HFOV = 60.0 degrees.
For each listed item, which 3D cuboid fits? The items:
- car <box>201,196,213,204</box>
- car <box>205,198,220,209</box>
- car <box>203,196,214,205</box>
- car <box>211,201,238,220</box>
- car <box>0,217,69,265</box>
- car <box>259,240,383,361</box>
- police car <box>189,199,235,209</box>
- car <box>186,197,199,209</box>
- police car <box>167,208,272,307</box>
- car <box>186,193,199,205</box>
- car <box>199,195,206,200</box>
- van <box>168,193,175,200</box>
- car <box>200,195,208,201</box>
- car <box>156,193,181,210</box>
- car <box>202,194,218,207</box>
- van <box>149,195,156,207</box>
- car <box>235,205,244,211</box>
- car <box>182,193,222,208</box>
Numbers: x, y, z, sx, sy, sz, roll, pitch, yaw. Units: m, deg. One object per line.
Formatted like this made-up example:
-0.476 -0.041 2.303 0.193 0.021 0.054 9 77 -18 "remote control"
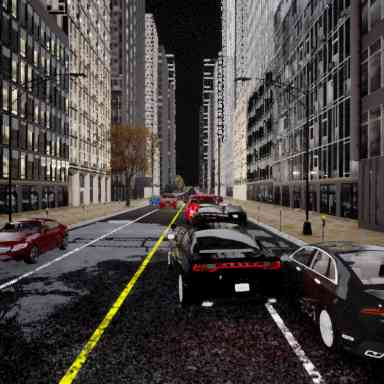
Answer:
2.803 1.509 62.909 1.887 1.381 4.507 0 0 0 "car"
2.772 1.525 45.814 1.887 1.381 4.507 0 0 0 "car"
2.793 1.495 57.381 1.752 1.417 4.829 0 0 0 "car"
2.740 1.537 28.720 1.887 1.381 4.507 0 0 0 "car"
-5.673 1.580 11.647 1.802 1.307 4.206 0 0 0 "car"
2.697 1.550 5.928 2.008 1.369 4.403 0 0 0 "car"
0.934 1.421 18.327 1.930 1.638 5.238 0 0 0 "police car"
0.108 1.506 45.778 1.812 1.442 4.674 0 0 1 "car"
0.472 1.424 8.227 1.930 1.638 5.238 0 0 -9 "police car"
0.110 1.190 58.745 2.150 2.045 5.566 0 0 0 "car"
2.857 1.489 91.402 1.947 1.339 4.313 0 0 0 "car"
-5.525 1.264 91.421 1.690 1.788 3.998 0 0 0 "van"
2.836 1.467 80.175 1.752 1.417 4.829 0 0 0 "car"
-3.016 1.204 43.472 2.150 2.045 5.566 0 0 0 "car"
2.781 1.290 51.513 2.192 1.841 5.009 0 0 0 "car"
-5.600 1.317 51.534 1.690 1.788 3.998 0 0 0 "van"
2.729 1.560 23.022 1.947 1.339 4.313 0 0 0 "car"
0.606 1.216 24.207 2.150 2.045 5.566 0 0 -2 "car"
